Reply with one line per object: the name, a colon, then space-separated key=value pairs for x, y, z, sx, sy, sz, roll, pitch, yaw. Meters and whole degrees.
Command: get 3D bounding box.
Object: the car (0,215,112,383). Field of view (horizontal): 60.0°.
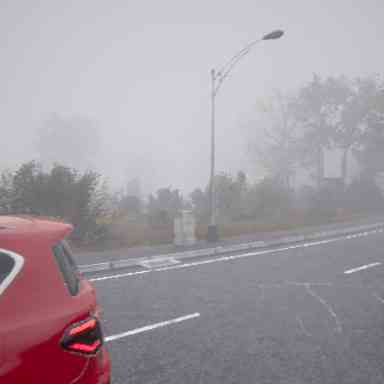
car: x=-3.238 y=1.224 z=1.730 sx=5.566 sy=2.045 sz=2.150 roll=0 pitch=0 yaw=-36
